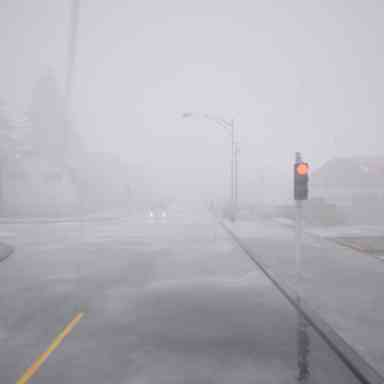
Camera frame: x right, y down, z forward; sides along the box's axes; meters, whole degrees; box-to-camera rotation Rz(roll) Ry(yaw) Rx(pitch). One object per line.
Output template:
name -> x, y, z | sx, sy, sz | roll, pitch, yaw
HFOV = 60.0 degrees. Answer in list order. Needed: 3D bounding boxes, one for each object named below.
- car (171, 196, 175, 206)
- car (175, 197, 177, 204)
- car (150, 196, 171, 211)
car -> -4.086, 1.555, 51.933 | 1.812, 1.442, 4.674 | 0, 0, 0
car -> -4.029, 1.527, 65.128 | 2.128, 1.511, 4.902 | 0, 0, 1
car -> -4.093, 1.529, 41.611 | 1.837, 1.490, 4.892 | 0, 0, 0
